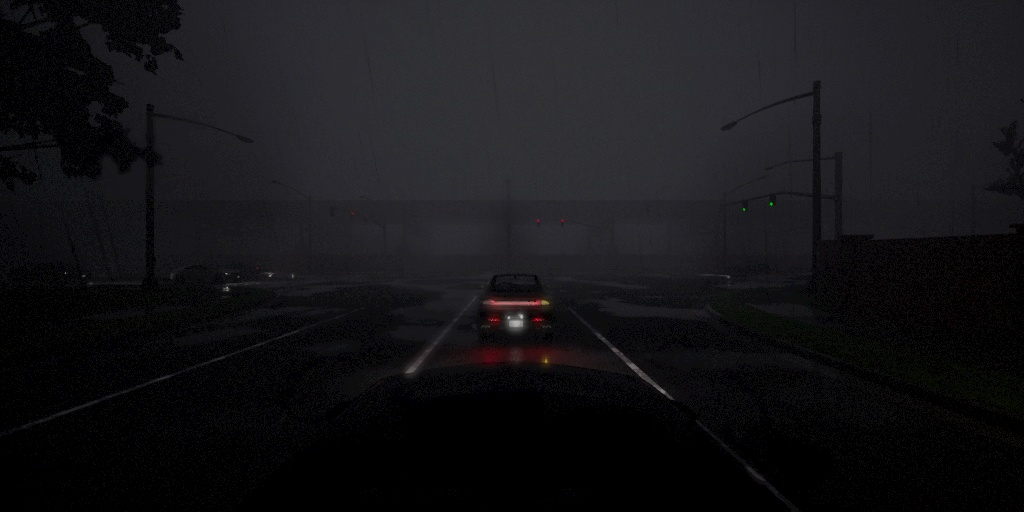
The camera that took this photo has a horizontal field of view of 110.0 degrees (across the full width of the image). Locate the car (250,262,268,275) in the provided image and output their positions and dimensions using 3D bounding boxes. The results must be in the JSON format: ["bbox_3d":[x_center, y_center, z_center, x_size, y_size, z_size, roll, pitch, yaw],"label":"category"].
[{"bbox_3d":[-28.538,1.297,37.437,5.357,1.411,2.033,0,0,2],"label":"car"}]

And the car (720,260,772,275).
[{"bbox_3d":[23.495,1.139,36.052,4.674,1.442,1.812,-1,0,2],"label":"car"}]

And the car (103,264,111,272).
[{"bbox_3d":[-49.669,1.297,41.404,5.357,1.411,2.033,0,0,2],"label":"car"}]

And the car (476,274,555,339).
[{"bbox_3d":[0.094,1.242,10.117,2.128,1.511,4.902,0,0,0],"label":"car"}]

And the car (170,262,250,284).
[{"bbox_3d":[-22.566,1.275,26.580,4.674,1.442,1.812,0,0,2],"label":"car"}]

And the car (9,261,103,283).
[{"bbox_3d":[-34.543,1.242,26.942,4.902,1.511,2.128,0,0,2],"label":"car"}]

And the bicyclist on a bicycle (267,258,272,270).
[{"bbox_3d":[-31.608,1.050,46.765,0.582,1.620,1.656,0,0,-33],"label":"bicyclist on a bicycle"}]

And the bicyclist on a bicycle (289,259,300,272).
[{"bbox_3d":[-27.055,1.203,44.677,0.582,1.620,1.656,0,0,14],"label":"bicyclist on a bicycle"}]
